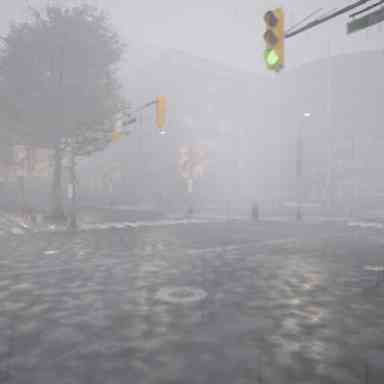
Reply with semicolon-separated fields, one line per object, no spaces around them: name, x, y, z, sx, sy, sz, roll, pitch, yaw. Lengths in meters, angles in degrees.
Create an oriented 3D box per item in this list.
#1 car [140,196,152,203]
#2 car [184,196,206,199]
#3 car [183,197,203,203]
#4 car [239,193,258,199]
car;-9.454;1.586;68.623;2.161;1.482;4.786;0;0;-36
car;1.022;1.513;61.140;2.002;1.452;4.674;0;0;-36
car;0.197;1.696;75.072;1.895;1.301;4.718;0;0;-36
car;14.715;1.359;86.570;2.435;2.045;5.566;0;0;-36
